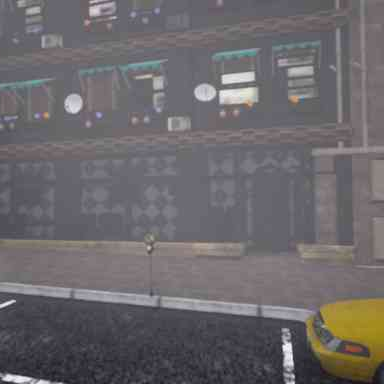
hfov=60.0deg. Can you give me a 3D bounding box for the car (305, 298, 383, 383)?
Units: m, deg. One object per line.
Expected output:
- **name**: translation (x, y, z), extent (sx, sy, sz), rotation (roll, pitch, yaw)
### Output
- **car**: translation (3.855, 1.609, 3.786), extent (4.829, 1.417, 1.752), rotation (0, -2, 14)
